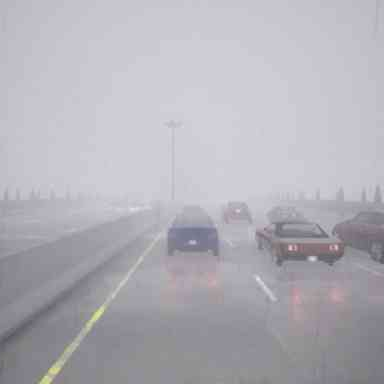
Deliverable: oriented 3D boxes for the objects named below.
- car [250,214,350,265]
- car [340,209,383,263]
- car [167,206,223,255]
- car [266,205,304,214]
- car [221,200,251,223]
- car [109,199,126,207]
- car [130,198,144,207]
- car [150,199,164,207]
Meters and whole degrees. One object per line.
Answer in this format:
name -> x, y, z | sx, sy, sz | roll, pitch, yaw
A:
car -> 3.539, 1.671, 11.936 | 1.895, 1.301, 4.718 | 0, 0, 0
car -> 7.043, 1.425, 12.443 | 2.097, 1.767, 4.553 | 0, 0, 0
car -> 0.053, 1.559, 13.730 | 1.882, 1.535, 5.008 | 0, 0, 0
car -> 7.039, 1.697, 25.369 | 2.033, 1.411, 5.357 | 0, 0, 1
car -> 3.585, 1.513, 27.458 | 2.097, 1.767, 4.553 | 0, 0, 1
car -> -13.216, 1.946, 58.864 | 1.895, 1.301, 4.718 | 0, 0, 2
car -> -9.718, 1.837, 59.029 | 2.128, 1.511, 4.902 | 0, 0, 2
car -> -6.221, 1.945, 58.744 | 1.895, 1.301, 4.718 | 0, 0, 2
